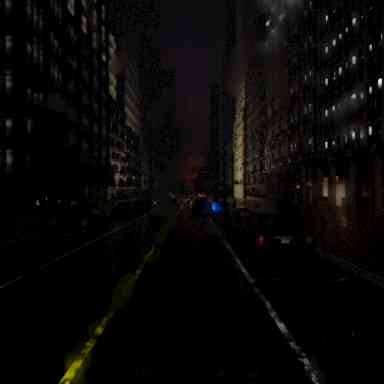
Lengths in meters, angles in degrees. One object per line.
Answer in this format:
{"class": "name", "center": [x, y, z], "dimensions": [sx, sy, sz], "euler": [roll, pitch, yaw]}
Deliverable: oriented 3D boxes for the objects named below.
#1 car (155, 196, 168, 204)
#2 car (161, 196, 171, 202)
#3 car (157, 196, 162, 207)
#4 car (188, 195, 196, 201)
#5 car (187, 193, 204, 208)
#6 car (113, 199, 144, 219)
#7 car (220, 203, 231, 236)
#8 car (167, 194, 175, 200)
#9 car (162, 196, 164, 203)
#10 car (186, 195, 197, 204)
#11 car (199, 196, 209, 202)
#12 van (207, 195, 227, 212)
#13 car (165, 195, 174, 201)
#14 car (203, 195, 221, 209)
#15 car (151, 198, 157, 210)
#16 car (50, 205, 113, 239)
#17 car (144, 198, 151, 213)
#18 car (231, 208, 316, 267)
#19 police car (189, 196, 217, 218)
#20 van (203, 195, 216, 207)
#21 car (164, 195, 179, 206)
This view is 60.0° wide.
{"class": "car", "center": [-5.726, 1.529, 62.612], "dimensions": [2.008, 1.369, 4.403], "euler": [-1, 0, 0]}
{"class": "car", "center": [-5.730, 1.525, 73.979], "dimensions": [2.008, 1.369, 4.403], "euler": [-1, 0, 0]}
{"class": "car", "center": [-5.718, 1.535, 45.561], "dimensions": [2.008, 1.369, 4.403], "euler": [-1, 0, 0]}
{"class": "car", "center": [-0.036, 1.456, 80.582], "dimensions": [1.895, 1.301, 4.718], "euler": [0, 0, 0]}
{"class": "car", "center": [0.519, 1.335, 45.418], "dimensions": [2.097, 1.767, 4.553], "euler": [0, 0, -6]}
{"class": "car", "center": [-5.710, 1.541, 28.510], "dimensions": [2.008, 1.369, 4.403], "euler": [-1, 0, 0]}
{"class": "car", "center": [2.675, 1.519, 17.316], "dimensions": [1.752, 1.417, 4.829], "euler": [-1, 0, 0]}
{"class": "car", "center": [-5.739, 1.407, 91.030], "dimensions": [1.967, 1.590, 4.097], "euler": [-1, 0, 0]}
{"class": "car", "center": [-5.720, 1.564, 51.245], "dimensions": [1.802, 1.307, 4.206], "euler": [-1, 0, 0]}
{"class": "car", "center": [-0.030, 1.468, 65.552], "dimensions": [2.128, 1.511, 4.902], "euler": [0, 0, 0]}
{"class": "car", "center": [2.650, 1.525, 73.982], "dimensions": [2.008, 1.369, 4.403], "euler": [-1, 0, 0]}
{"class": "van", "center": [2.666, 1.329, 34.197], "dimensions": [1.690, 1.788, 3.998], "euler": [-1, 0, 0]}
{"class": "car", "center": [-5.736, 1.551, 85.346], "dimensions": [1.802, 1.307, 4.206], "euler": [-1, 0, 0]}
{"class": "car", "center": [2.660, 1.299, 45.565], "dimensions": [2.192, 1.841, 5.009], "euler": [-1, 0, 0]}
{"class": "car", "center": [-5.715, 1.531, 39.877], "dimensions": [1.887, 1.381, 4.507], "euler": [-1, 0, 0]}
{"class": "car", "center": [-5.706, 1.434, 17.143], "dimensions": [1.967, 1.590, 4.097], "euler": [-1, 0, 0]}
{"class": "car", "center": [-5.712, 1.554, 34.194], "dimensions": [1.947, 1.339, 4.313], "euler": [-1, 0, 0]}
{"class": "car", "center": [2.677, 1.436, 11.463], "dimensions": [1.967, 1.590, 4.097], "euler": [-1, 0, 0]}
{"class": "police car", "center": [0.887, 1.415, 29.653], "dimensions": [1.930, 1.638, 5.238], "euler": [0, 0, 0]}
{"class": "van", "center": [2.658, 1.324, 51.248], "dimensions": [1.690, 1.788, 3.998], "euler": [-1, 0, 0]}
{"class": "car", "center": [-3.094, 1.546, 52.262], "dimensions": [1.994, 1.385, 4.181], "euler": [0, 0, 0]}
